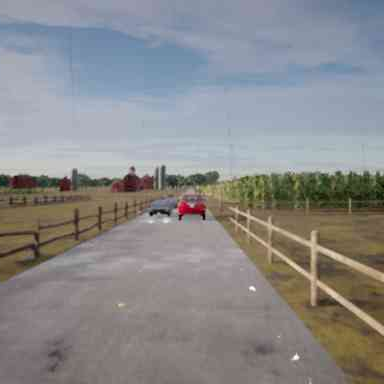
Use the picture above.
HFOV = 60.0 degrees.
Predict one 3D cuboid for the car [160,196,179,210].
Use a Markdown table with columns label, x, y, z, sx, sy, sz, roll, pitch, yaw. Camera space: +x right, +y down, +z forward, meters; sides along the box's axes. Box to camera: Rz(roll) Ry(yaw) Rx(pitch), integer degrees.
| label | x | y | z | sx | sy | sz | roll | pitch | yaw |
| --- | --- | --- | --- | --- | --- | --- | --- | --- | --- |
| car | -2.757 | 1.306 | 41.732 | 2.128 | 1.511 | 4.902 | 0 | 0 | 0 |

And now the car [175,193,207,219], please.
| label | x | y | z | sx | sy | sz | roll | pitch | yaw |
| --- | --- | --- | --- | --- | --- | --- | --- | --- | --- |
| car | 0.018 | 1.100 | 27.447 | 2.150 | 2.045 | 5.566 | 0 | 1 | 0 |

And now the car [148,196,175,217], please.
| label | x | y | z | sx | sy | sz | roll | pitch | yaw |
| --- | --- | --- | --- | --- | --- | --- | --- | --- | --- |
| car | -2.754 | 1.410 | 30.350 | 2.033 | 1.411 | 5.357 | 0 | 0 | 0 |

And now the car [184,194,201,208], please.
| label | x | y | z | sx | sy | sz | roll | pitch | yaw |
| --- | --- | --- | --- | --- | --- | --- | --- | --- | --- |
| car | 0.072 | 1.152 | 44.527 | 2.097 | 1.767 | 4.553 | 0 | 0 | 0 |
